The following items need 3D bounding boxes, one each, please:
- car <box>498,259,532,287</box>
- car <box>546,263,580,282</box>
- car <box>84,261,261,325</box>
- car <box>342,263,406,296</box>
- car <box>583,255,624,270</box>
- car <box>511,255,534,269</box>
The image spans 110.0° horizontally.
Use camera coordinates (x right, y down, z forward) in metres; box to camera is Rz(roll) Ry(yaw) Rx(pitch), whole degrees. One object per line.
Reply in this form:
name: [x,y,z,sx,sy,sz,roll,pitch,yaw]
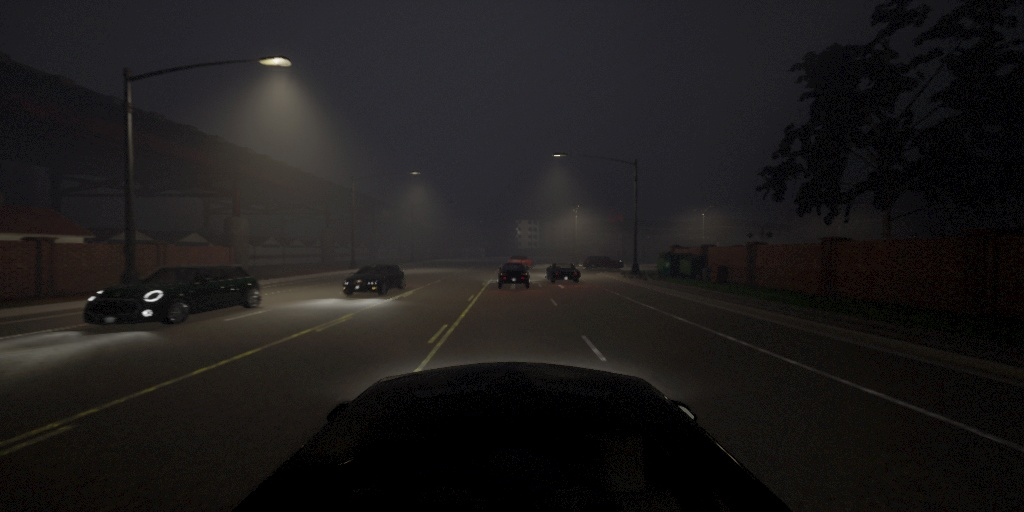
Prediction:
car: [0.102,1.136,22.706,1.812,1.442,4.674,0,1,0]
car: [3.603,1.163,26.140,1.895,1.301,4.718,0,1,0]
car: [-10.583,1.076,11.680,2.097,1.767,4.553,0,0,0]
car: [-7.047,1.166,18.793,1.837,1.490,4.892,0,0,0]
car: [10.900,0.686,42.569,4.553,1.767,2.097,0,1,-2]
car: [1.102,0.687,42.657,2.097,1.767,4.553,1,1,19]
